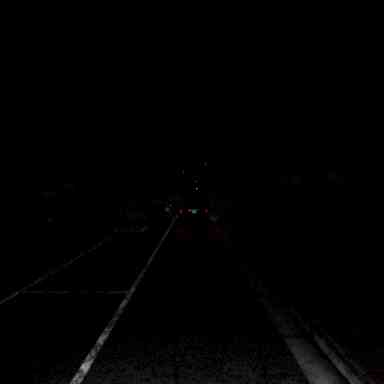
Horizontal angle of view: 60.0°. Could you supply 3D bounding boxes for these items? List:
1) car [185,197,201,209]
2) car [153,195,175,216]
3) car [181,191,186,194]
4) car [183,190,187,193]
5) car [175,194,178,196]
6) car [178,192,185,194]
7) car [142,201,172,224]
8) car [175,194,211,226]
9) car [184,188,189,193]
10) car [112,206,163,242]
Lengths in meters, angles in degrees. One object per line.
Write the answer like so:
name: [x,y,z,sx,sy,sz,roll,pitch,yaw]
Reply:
car: [0.165,1.351,41.768,1.895,1.301,4.718,0,1,0]
car: [-2.593,1.321,26.960,1.967,1.590,4.097,0,0,0]
car: [-2.535,1.030,60.179,1.887,1.381,4.507,1,1,0]
car: [-2.525,0.911,65.543,1.752,1.417,4.829,1,1,0]
car: [-2.565,1.281,43.573,2.008,1.369,4.403,1,1,0]
car: [-2.545,1.122,54.644,1.887,1.381,4.507,1,1,0]
car: [-2.602,1.481,21.427,1.947,1.339,4.313,0,0,0]
car: [0.134,1.258,22.797,2.097,1.767,4.553,0,0,0]
car: [-2.482,0.362,92.808,2.008,1.369,4.403,1,1,0]
car: [-2.611,1.532,15.895,1.802,1.307,4.206,0,0,0]
